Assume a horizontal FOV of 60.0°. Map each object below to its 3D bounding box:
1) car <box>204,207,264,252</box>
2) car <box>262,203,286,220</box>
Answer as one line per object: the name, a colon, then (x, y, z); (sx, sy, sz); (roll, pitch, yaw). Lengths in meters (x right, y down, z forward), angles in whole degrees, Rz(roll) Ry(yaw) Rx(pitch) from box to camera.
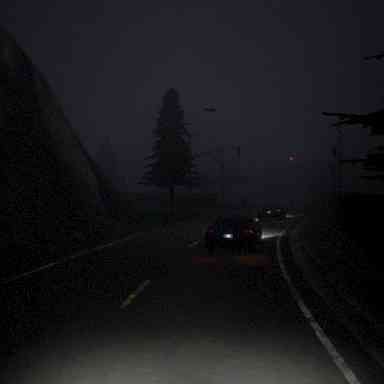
car: (1.820, 1.570, 14.027); (1.994, 1.385, 4.181); (0, 0, 14)
car: (6.742, 1.571, 27.980); (1.994, 1.385, 4.181); (0, 0, 21)
